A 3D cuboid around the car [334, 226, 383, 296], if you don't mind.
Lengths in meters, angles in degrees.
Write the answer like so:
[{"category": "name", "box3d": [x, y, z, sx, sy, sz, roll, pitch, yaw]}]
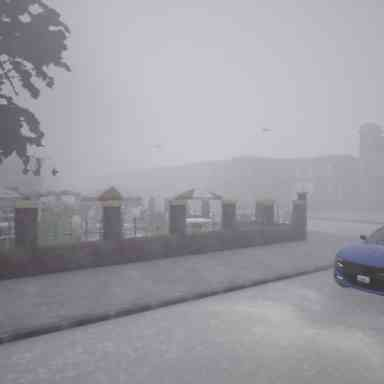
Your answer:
[{"category": "car", "box3d": [5.514, 1.506, 8.232, 5.008, 1.535, 1.882, 0, 0, -36]}]
